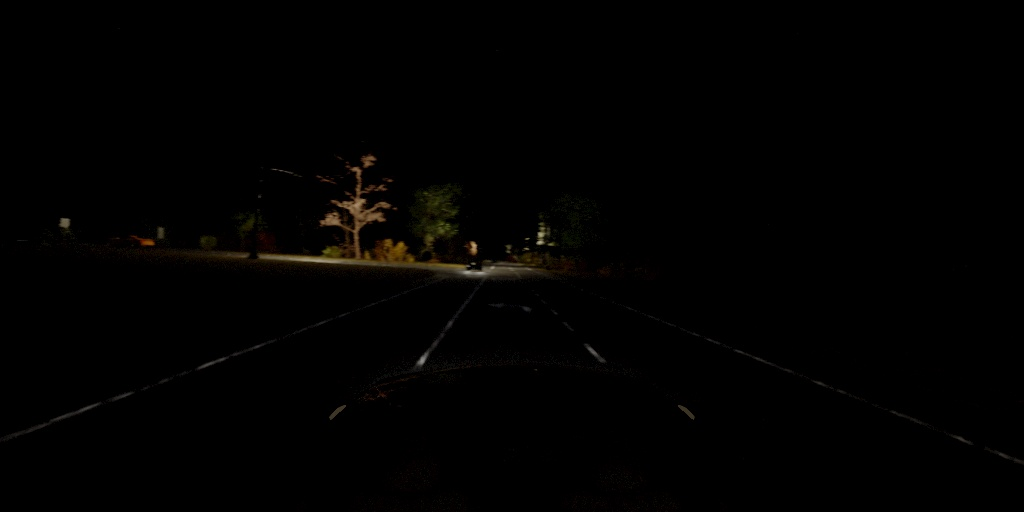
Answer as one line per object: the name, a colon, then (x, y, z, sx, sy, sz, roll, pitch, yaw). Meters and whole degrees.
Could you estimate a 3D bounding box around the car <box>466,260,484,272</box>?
car: (-4.597, 1.193, 44.537, 1.837, 1.490, 4.892, 3, 0, -2)
